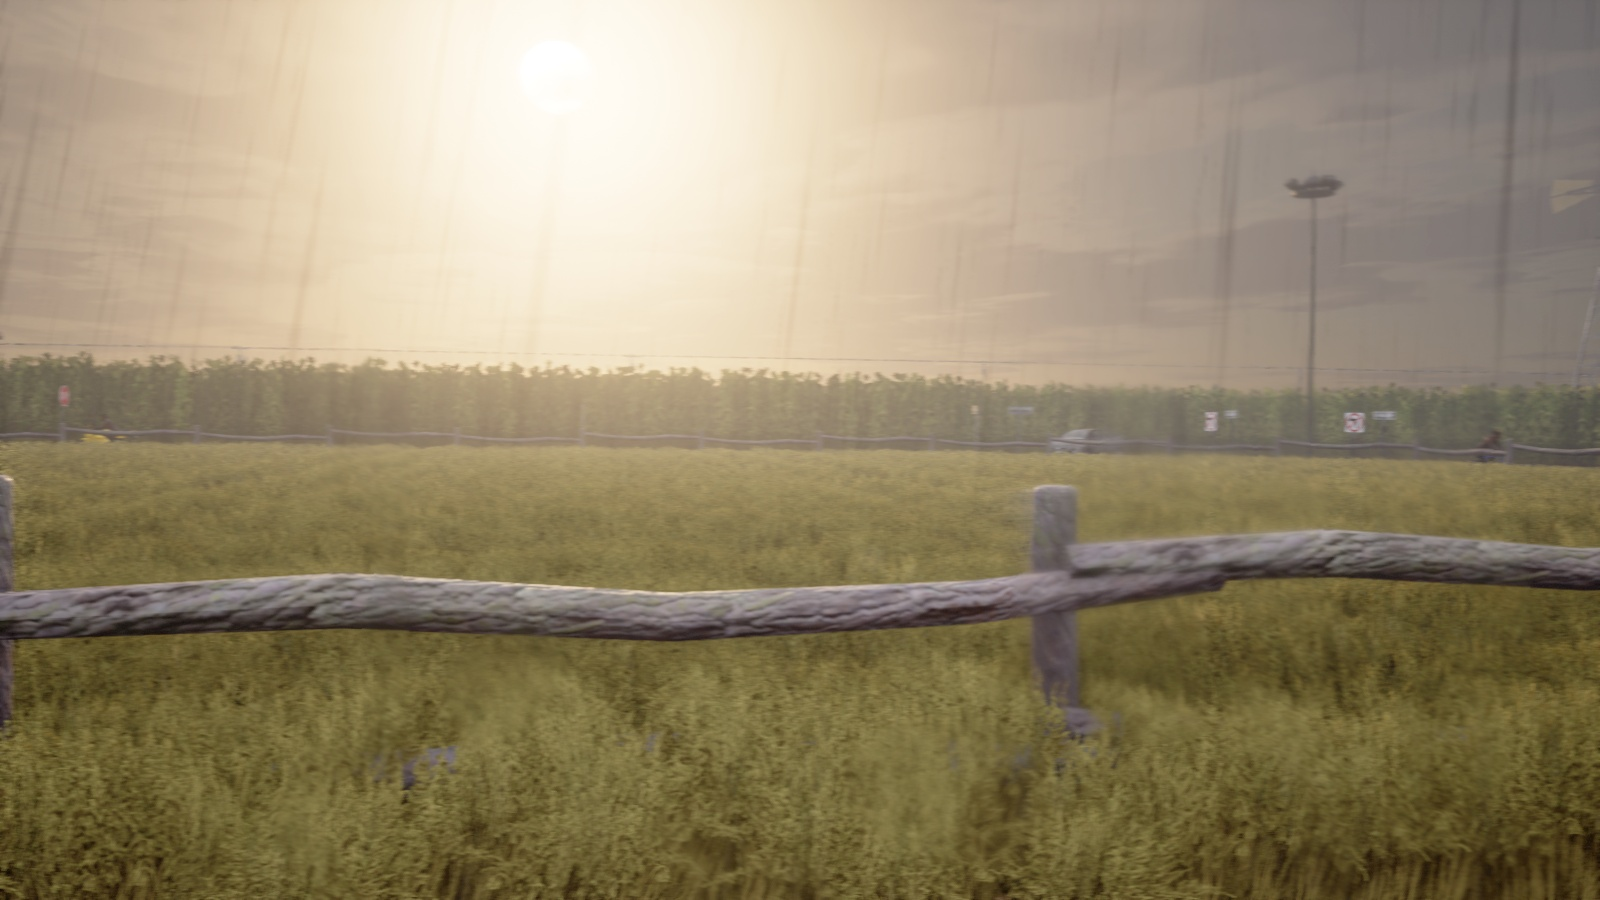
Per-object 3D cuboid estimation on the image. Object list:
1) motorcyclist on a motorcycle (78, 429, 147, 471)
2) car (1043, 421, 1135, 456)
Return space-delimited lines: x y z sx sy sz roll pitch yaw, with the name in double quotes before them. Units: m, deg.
"motorcyclist on a motorcycle" -24.956 -0.008 45.617 2.044 1.523 0.797 0 1 -9
"car" 13.452 -0.555 58.366 4.514 1.525 2.007 -2 1 -44
